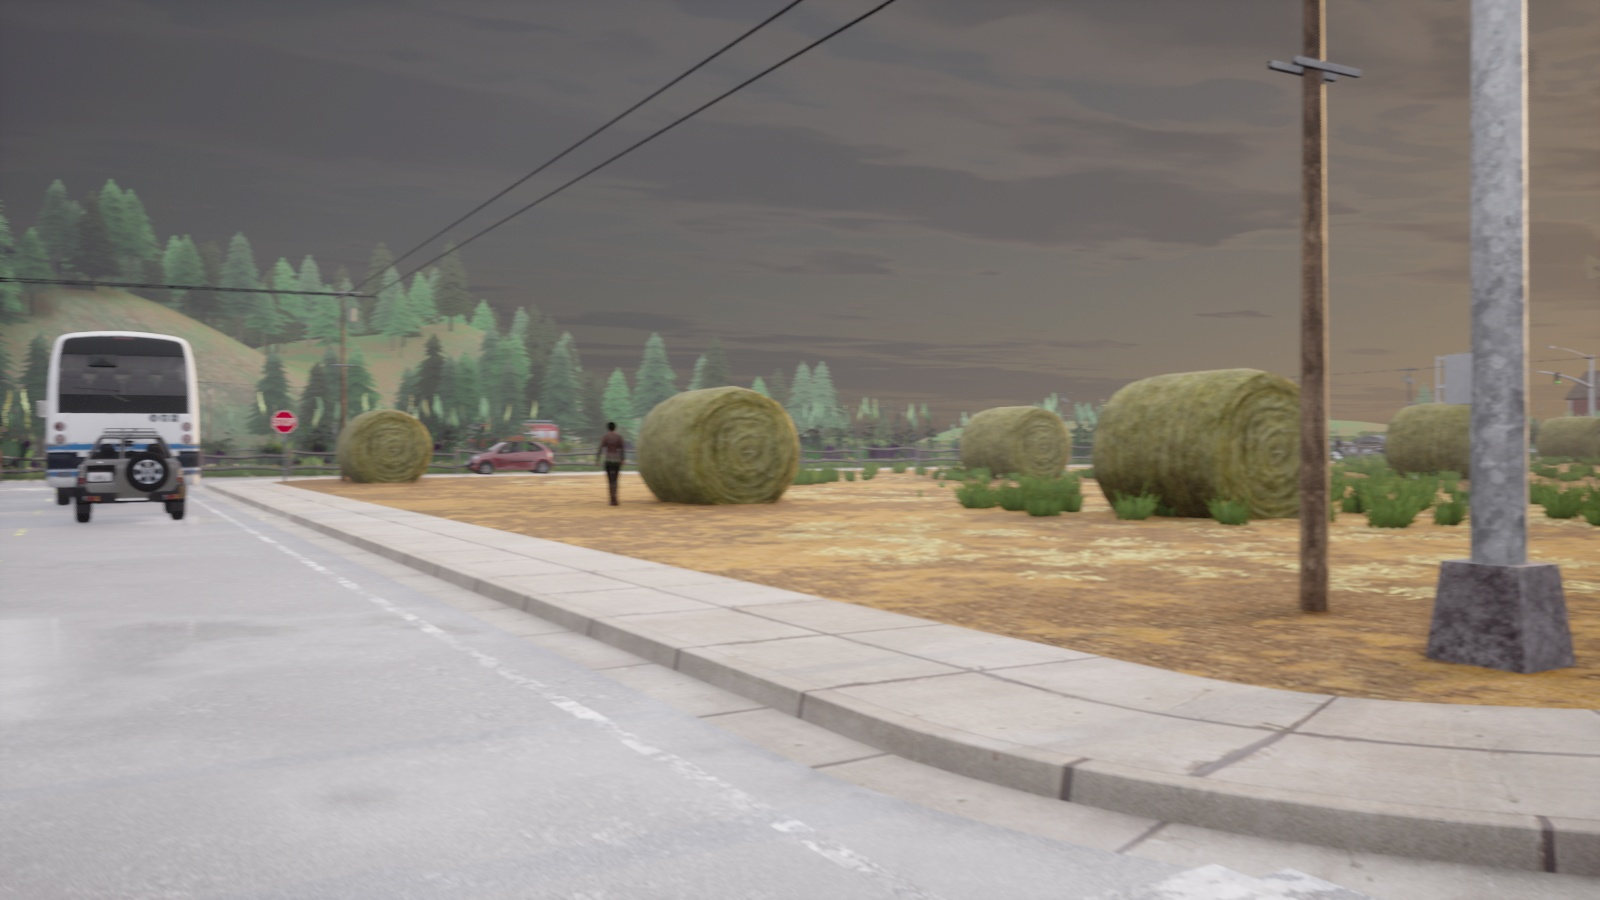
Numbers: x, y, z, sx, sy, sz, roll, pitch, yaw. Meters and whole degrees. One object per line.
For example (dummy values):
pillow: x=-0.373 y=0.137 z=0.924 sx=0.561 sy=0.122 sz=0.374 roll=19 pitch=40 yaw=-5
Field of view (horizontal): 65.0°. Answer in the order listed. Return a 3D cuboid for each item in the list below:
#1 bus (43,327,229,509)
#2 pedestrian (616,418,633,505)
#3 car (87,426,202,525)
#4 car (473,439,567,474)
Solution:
bus: x=-18.439 y=-0.777 z=34.821 sx=3.944 sy=4.253 sz=10.273 roll=0 pitch=0 yaw=-29
pedestrian: x=-3.716 y=0.242 z=26.579 sx=0.328 sy=1.805 sz=0.869 roll=0 pitch=0 yaw=-8
car: x=-13.558 y=0.457 z=25.936 sx=1.932 sy=1.855 sz=4.605 roll=0 pitch=0 yaw=-28
car: x=-13.300 y=0.294 z=59.657 sx=3.988 sy=1.617 sz=1.851 roll=0 pitch=0 yaw=-26
